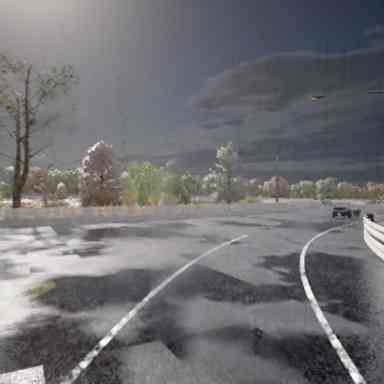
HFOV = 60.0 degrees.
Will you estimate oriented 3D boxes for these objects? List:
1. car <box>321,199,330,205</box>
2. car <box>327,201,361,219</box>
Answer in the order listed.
[{"bbox_3d":[33.885,2.522,84.089,2.033,1.411,5.357,0,-1,12],"label":"car"},{"bbox_3d":[15.777,1.910,33.927,1.837,1.490,4.892,0,0,41],"label":"car"}]
